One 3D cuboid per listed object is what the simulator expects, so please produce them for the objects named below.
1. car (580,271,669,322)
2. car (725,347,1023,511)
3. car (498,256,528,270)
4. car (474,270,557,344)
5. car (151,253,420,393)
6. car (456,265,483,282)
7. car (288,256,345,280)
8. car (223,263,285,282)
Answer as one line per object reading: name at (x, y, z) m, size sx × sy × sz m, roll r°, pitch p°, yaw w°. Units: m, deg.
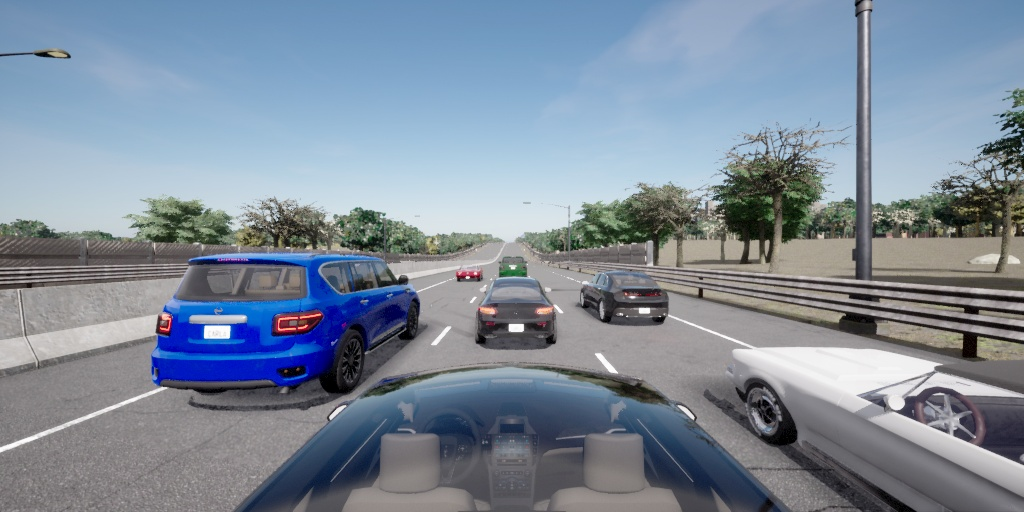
car at (3.595, 1.249, 12.199) m, size 1.837 × 1.490 × 4.892 m, roll 0°, pitch 0°, yaw 0°
car at (3.597, 1.350, 2.337) m, size 1.895 × 1.301 × 4.718 m, roll 0°, pitch 0°, yaw 0°
car at (0.075, 0.988, 28.792) m, size 2.150 × 2.045 × 5.566 m, roll 0°, pitch 0°, yaw 0°
car at (0.093, 1.271, 9.485) m, size 1.812 × 1.442 × 4.674 m, roll 0°, pitch 0°, yaw 0°
car at (-3.405, 0.969, 6.821) m, size 2.150 × 2.045 × 5.566 m, roll 0°, pitch 0°, yaw 0°
car at (-3.422, 1.371, 29.680) m, size 1.895 × 1.301 × 4.718 m, roll 0°, pitch 0°, yaw -1°
car at (-17.629, 1.002, 32.725) m, size 2.150 × 2.045 × 5.566 m, roll 0°, pitch 0°, yaw 0°
car at (-21.126, 1.295, 29.634) m, size 1.812 × 1.442 × 4.674 m, roll 0°, pitch 0°, yaw 0°
